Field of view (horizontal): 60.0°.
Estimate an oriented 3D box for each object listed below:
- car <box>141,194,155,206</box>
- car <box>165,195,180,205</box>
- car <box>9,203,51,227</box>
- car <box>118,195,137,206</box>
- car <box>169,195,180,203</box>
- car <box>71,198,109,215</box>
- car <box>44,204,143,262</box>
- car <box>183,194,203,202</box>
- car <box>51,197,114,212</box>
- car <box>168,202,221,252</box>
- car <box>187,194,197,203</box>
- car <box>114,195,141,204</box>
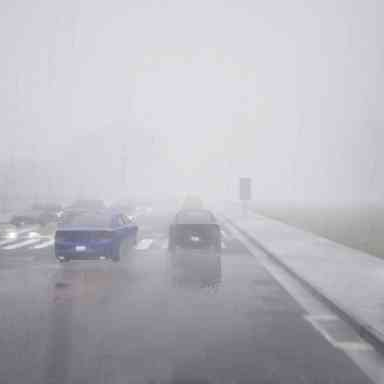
[{"bbox_3d":[-6.551,1.099,47.237,2.097,1.767,4.553,0,0,0],"label":"car"},{"bbox_3d":[-3.239,1.268,52.048,2.033,1.411,5.357,0,0,0],"label":"car"},{"bbox_3d":[-9.841,1.434,22.008,2.033,1.411,5.357,0,0,0],"label":"car"},{"bbox_3d":[-9.789,1.233,50.940,1.837,1.490,4.892,0,0,1],"label":"car"},{"bbox_3d":[-3.236,1.227,62.469,1.994,1.385,4.181,0,0,0],"label":"car"},{"bbox_3d":[-9.834,1.376,32.607,2.033,1.411,5.357,0,0,0],"label":"car"},{"bbox_3d":[-3.145,1.419,11.862,1.882,1.535,5.008,0,0,0],"label":"car"},{"bbox_3d":[0.109,1.157,36.814,2.097,1.767,4.553,0,0,0],"label":"car"},{"bbox_3d":[-6.591,1.247,20.573,2.097,1.767,4.553,0,0,0],"label":"car"},{"bbox_3d":[0.103,1.410,13.600,1.882,1.535,5.008,0,0,0],"label":"car"},{"bbox_3d":[0.093,1.190,62.225,1.812,1.442,4.674,0,0,0],"label":"car"},{"bbox_3d":[-6.584,1.307,32.416,1.882,1.535,5.008,0,0,0],"label":"car"}]
